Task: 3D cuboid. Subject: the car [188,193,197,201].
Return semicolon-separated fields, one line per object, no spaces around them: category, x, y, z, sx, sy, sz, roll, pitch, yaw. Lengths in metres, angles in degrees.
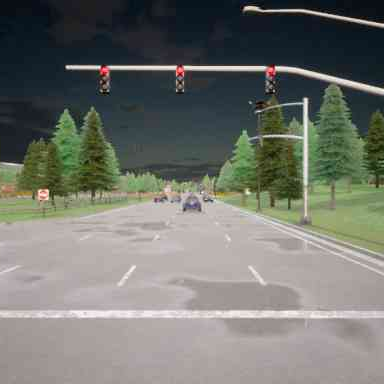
car;0.016;1.188;80.753;2.097;1.767;4.553;0;0;0

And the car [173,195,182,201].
car;-3.484;1.372;80.783;2.033;1.411;5.357;0;0;0

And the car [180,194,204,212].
car;0.008;1.352;39.720;2.097;1.767;4.553;0;0;0

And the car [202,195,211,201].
car;3.516;1.372;80.782;2.033;1.411;5.357;0;0;0

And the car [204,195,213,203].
car;3.514;1.588;70.809;1.895;1.301;4.718;0;0;0

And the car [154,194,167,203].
car;-6.986;1.517;70.781;1.812;1.442;4.674;0;0;0

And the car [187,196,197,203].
car;0.014;1.544;70.746;1.994;1.385;4.181;0;0;0

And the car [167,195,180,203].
car;-3.486;1.531;70.363;2.033;1.411;5.357;0;0;0
